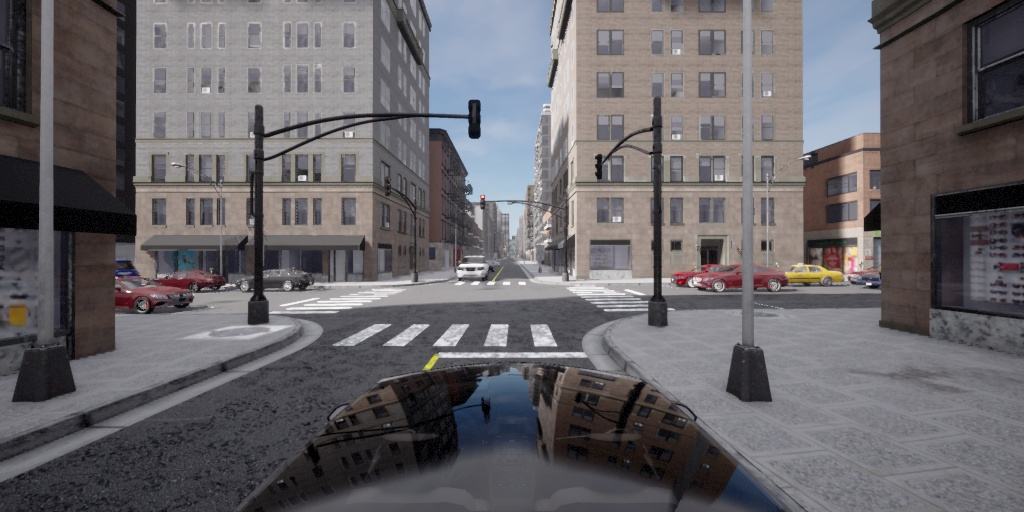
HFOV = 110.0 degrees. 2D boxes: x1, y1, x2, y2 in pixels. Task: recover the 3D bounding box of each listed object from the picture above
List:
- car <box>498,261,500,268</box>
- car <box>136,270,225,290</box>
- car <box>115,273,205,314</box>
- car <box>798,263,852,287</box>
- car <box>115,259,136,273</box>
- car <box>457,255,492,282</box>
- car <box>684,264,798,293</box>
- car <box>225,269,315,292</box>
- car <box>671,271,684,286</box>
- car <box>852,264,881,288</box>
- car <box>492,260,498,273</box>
[{"bbox_3d":[-3.105,1.292,60.494,1.895,1.301,4.718,0,0,0],"label":"car"},{"bbox_3d":[-20.159,1.545,22.236,4.207,1.307,1.802,0,0,0],"label":"car"},{"bbox_3d":[-14.660,1.451,13.674,4.207,1.307,1.802,0,0,0],"label":"car"},{"bbox_3d":[17.454,1.117,21.993,4.829,1.417,1.751,0,0,0],"label":"car"},{"bbox_3d":[-23.616,1.207,19.467,5.566,2.045,2.150,0,0,1],"label":"car"},{"bbox_3d":[-3.116,0.964,29.620,2.150,2.045,5.566,0,0,0],"label":"car"},{"bbox_3d":[12.188,1.157,19.272,4.674,1.442,1.812,-1,0,1],"label":"car"},{"bbox_3d":[-14.631,1.458,22.200,4.403,1.370,2.007,0,0,0],"label":"car"},{"bbox_3d":[12.132,1.190,22.027,4.507,1.381,1.888,0,0,0],"label":"car"},{"bbox_3d":[21.819,1.087,19.208,5.357,1.411,2.033,-1,0,1],"label":"car"},{"bbox_3d":[-3.126,1.203,43.695,1.882,1.535,5.008,0,0,0],"label":"car"}]
